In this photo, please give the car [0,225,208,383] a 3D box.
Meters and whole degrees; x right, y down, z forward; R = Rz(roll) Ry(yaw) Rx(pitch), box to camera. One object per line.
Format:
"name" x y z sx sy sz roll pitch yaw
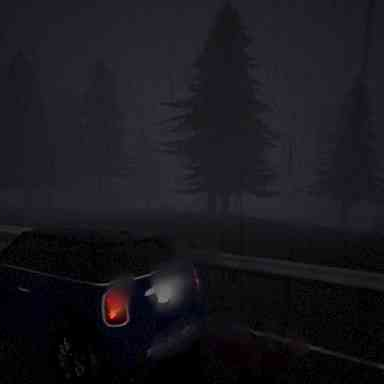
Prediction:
"car" -2.060 1.332 5.463 4.553 1.767 2.097 0 0 35
